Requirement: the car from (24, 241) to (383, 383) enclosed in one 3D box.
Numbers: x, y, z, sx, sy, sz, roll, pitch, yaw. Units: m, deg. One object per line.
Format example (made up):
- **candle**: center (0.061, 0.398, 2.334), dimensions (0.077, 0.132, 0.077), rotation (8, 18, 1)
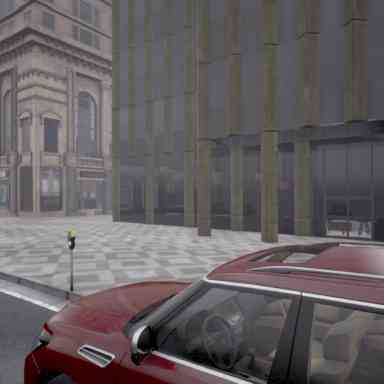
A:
- **car**: center (0.897, 1.315, 2.333), dimensions (5.009, 1.841, 2.192), rotation (0, 0, 36)
